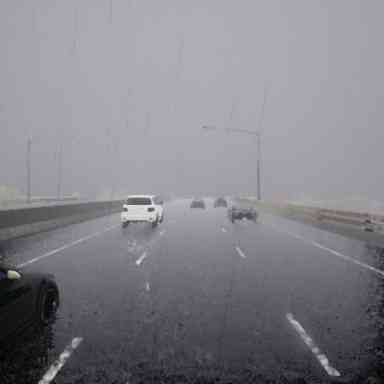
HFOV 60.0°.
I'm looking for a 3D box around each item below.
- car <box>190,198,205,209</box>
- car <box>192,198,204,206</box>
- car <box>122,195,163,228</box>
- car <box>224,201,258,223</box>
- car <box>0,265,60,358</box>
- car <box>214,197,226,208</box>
[{"bbox_3d":[0.791,1.649,47.257,1.994,1.385,4.181,0,0,1],"label":"car"},{"bbox_3d":[1.008,1.678,57.784,1.994,1.385,4.181,0,0,2],"label":"car"},{"bbox_3d":[-3.233,1.237,22.562,2.150,2.045,5.566,0,0,1],"label":"car"},{"bbox_3d":[3.788,1.626,25.799,1.895,1.301,4.718,0,0,1],"label":"car"},{"bbox_3d":[-3.383,1.563,4.337,1.994,1.385,4.181,0,0,0],"label":"car"},{"bbox_3d":[4.296,1.525,50.382,2.033,1.649,4.856,0,0,2],"label":"car"}]
